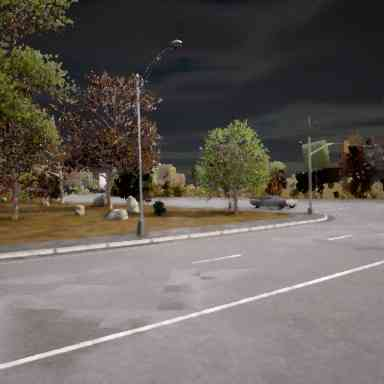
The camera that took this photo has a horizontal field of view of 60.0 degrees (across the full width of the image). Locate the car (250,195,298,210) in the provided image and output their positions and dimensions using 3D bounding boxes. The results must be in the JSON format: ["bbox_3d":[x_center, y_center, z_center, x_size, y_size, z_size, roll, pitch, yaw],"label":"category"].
[{"bbox_3d":[8.248,0.981,33.549,1.895,1.301,4.718,-2,1,-38],"label":"car"}]

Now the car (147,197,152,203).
[{"bbox_3d":[-8.435,1.068,54.450,1.895,1.301,4.718,-2,1,-39],"label":"car"}]
